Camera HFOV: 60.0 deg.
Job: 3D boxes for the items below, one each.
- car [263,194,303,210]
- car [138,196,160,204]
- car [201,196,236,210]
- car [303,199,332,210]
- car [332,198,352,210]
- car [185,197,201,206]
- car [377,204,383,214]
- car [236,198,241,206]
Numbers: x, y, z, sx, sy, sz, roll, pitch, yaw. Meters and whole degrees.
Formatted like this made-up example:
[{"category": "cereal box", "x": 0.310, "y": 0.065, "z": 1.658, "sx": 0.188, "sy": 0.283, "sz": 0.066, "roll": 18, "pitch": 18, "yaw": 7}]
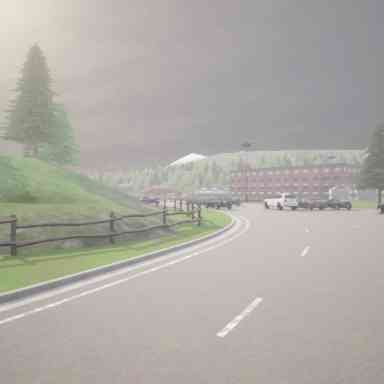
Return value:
[{"category": "car", "x": 11.201, "y": 1.221, "z": 42.288, "sx": 2.150, "sy": 2.045, "sz": 5.566, "roll": 0, "pitch": 0, "yaw": -16}, {"category": "car", "x": -7.825, "y": 1.477, "z": 60.256, "sx": 1.882, "sy": 1.535, "sz": 5.008, "roll": 0, "pitch": 0, "yaw": -42}, {"category": "car", "x": 3.354, "y": 1.351, "z": 43.802, "sx": 2.097, "sy": 1.767, "sz": 4.553, "roll": 0, "pitch": 0, "yaw": -23}, {"category": "car", "x": 15.032, "y": 1.547, "z": 42.754, "sx": 2.033, "sy": 1.411, "sz": 5.357, "roll": 0, "pitch": 0, "yaw": -17}, {"category": "car", "x": 18.511, "y": 1.525, "z": 42.704, "sx": 1.812, "sy": 1.442, "sz": 4.674, "roll": 0, "pitch": 0, "yaw": -13}, {"category": "car", "x": 0.599, "y": 1.563, "z": 55.554, "sx": 1.994, "sy": 1.385, "sz": 4.181, "roll": 0, "pitch": 0, "yaw": -38}, {"category": "car", "x": 20.110, "y": 1.477, "z": 32.387, "sx": 1.882, "sy": 1.535, "sz": 5.008, "roll": 0, "pitch": 0, "yaw": -2}, {"category": "car", "x": 6.020, "y": 1.525, "z": 53.947, "sx": 1.812, "sy": 1.442, "sz": 4.674, "roll": 0, "pitch": 0, "yaw": -34}]
